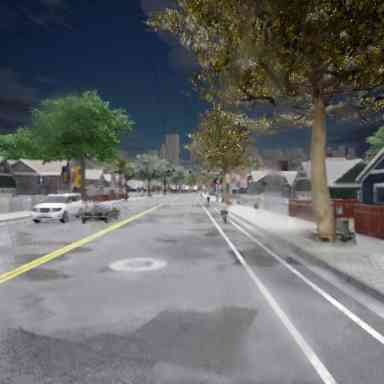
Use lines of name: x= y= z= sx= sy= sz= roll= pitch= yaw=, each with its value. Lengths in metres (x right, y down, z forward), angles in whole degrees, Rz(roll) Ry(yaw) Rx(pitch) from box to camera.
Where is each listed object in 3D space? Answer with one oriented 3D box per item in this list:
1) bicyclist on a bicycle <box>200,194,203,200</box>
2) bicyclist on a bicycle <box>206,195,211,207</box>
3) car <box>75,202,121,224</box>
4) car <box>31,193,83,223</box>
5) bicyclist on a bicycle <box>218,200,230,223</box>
bicyclist on a bicycle: x=2.274 y=1.202 z=79.591 sx=0.582 sy=1.620 sz=1.656 roll=0 pitch=0 yaw=0
bicyclist on a bicycle: x=2.264 y=1.237 z=46.024 sx=0.659 sy=1.776 sz=1.843 roll=0 pitch=0 yaw=0
car: x=-6.594 y=1.532 z=24.353 sx=1.895 sy=1.301 sz=4.718 roll=0 pitch=0 yaw=0
car: x=-9.846 y=1.145 z=24.875 sx=2.150 sy=2.045 sz=5.566 roll=0 pitch=1 yaw=0
bicyclist on a bicycle: x=2.258 y=1.370 z=23.212 sx=0.866 sy=1.612 sz=1.509 roll=0 pitch=0 yaw=0
